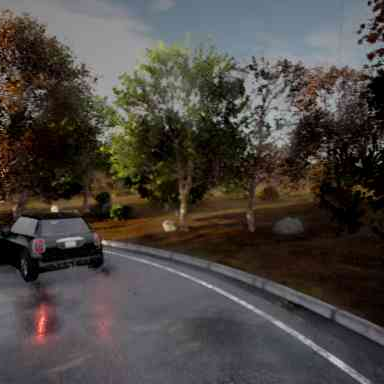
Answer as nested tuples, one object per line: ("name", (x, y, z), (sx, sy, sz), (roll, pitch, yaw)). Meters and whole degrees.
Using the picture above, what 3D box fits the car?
("car", (-4.677, 1.426, 10.481), (2.097, 1.767, 4.553), (-1, 0, -42))
